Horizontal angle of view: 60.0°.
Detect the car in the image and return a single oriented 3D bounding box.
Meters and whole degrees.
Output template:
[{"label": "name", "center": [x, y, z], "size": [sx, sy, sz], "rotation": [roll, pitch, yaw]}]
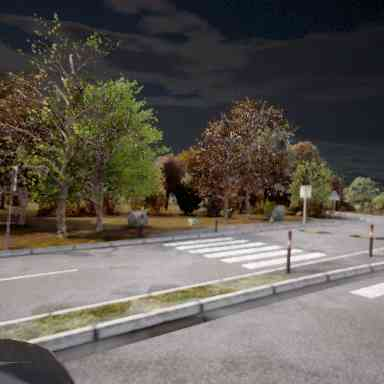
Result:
[{"label": "car", "center": [-2.941, 1.508, 1.350], "size": [4.892, 1.490, 1.837], "rotation": [-1, 0, -35]}]
